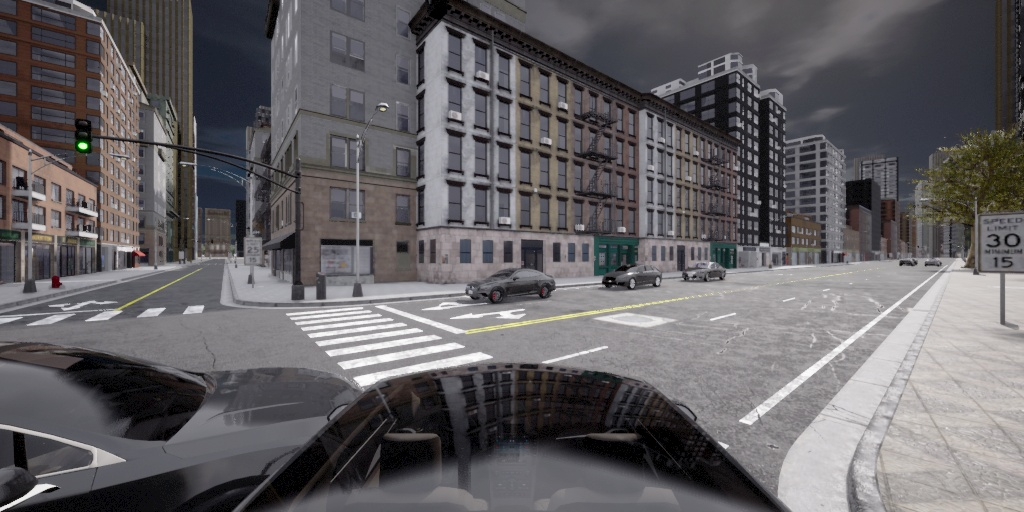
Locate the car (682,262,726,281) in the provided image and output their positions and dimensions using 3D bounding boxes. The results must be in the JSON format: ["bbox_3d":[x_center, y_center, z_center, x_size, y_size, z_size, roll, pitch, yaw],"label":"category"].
[{"bbox_3d":[15.805,1.237,29.417,4.902,1.511,2.128,0,0,-39],"label":"car"}]

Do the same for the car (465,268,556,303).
[{"bbox_3d":[0.042,1.287,16.799,4.674,1.442,1.812,0,0,-39],"label":"car"}]

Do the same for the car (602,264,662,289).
[{"bbox_3d":[7.764,1.259,22.986,4.892,1.490,1.837,0,0,-39],"label":"car"}]

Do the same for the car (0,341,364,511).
[{"bbox_3d":[-3.214,1.257,1.843,4.892,1.490,1.837,0,0,-34],"label":"car"}]
